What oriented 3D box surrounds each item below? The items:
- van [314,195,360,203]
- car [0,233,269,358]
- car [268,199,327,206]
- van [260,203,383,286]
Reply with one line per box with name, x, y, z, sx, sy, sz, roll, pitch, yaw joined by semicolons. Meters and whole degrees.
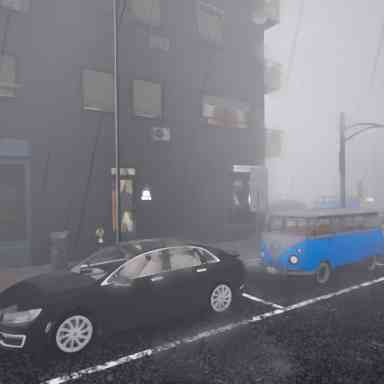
van;12.850;1.200;29.763;1.690;1.788;3.998;-1;1;-35
car;-0.960;1.550;5.883;4.403;1.369;2.008;0;-1;-35
car;7.928;1.540;26.694;1.895;1.301;4.718;-1;1;-38
van;3.602;1.339;9.133;3.998;1.788;1.690;0;-1;-35
